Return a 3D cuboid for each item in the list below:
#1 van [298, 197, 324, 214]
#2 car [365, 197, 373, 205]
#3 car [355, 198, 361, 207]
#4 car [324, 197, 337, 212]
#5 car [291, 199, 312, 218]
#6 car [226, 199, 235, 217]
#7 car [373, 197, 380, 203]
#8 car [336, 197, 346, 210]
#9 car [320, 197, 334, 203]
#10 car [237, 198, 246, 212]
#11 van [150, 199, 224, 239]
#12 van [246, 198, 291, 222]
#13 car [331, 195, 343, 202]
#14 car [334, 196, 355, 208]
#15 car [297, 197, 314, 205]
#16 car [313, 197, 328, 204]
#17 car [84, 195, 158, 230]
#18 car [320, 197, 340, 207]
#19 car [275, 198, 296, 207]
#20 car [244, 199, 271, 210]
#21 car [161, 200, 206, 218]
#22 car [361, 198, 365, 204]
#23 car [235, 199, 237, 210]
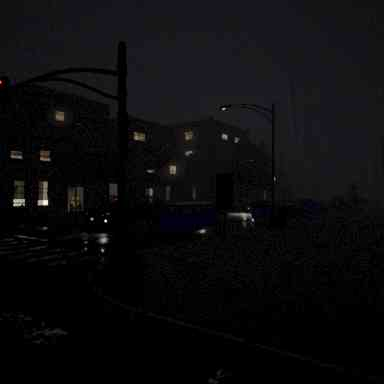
[{"bbox_3d":[12.571,1.469,35.745,1.690,1.788,3.998,0,0,35],"label":"van"},{"bbox_3d":[34.801,1.810,67.365,1.887,1.381,4.507,0,0,35],"label":"car"},{"bbox_3d":[25.275,1.517,53.814,2.192,1.841,5.009,0,0,35],"label":"car"},{"bbox_3d":[15.844,1.671,40.402,1.752,1.417,4.829,0,0,35],"label":"car"},{"bbox_3d":[9.393,1.656,31.228,1.887,1.381,4.507,0,0,35],"label":"car"},{"bbox_3d":[1.677,1.531,30.311,1.882,1.535,5.008,1,0,35],"label":"car"},{"bbox_3d":[44.328,1.900,80.916,1.947,1.339,4.313,0,0,35],"label":"car"},{"bbox_3d":[18.921,1.729,44.779,1.947,1.339,4.313,0,0,35],"label":"car"},{"bbox_3d":[31.131,1.793,76.716,1.947,1.339,4.313,0,0,35],"label":"car"},{"bbox_3d":[7.677,1.576,38.825,2.128,1.511,4.902,1,0,35],"label":"car"},{"bbox_3d":[-0.133,1.407,17.677,1.690,1.788,3.998,0,0,35],"label":"van"},{"bbox_3d":[6.219,1.436,26.712,1.690,1.788,3.998,0,0,35],"label":"van"},{"bbox_3d":[37.483,1.713,85.750,1.967,1.590,4.097,0,0,35],"label":"car"},{"bbox_3d":[22.099,1.497,49.297,2.192,1.841,5.009,0,0,35],"label":"car"},{"bbox_3d":[21.604,1.706,63.165,1.887,1.381,4.507,0,0,35],"label":"car"},{"bbox_3d":[27.857,1.729,72.060,1.752,1.417,4.829,0,0,35],"label":"car"},{"bbox_3d":[-4.294,1.248,21.821,2.150,2.045,5.566,1,0,35],"label":"car"},{"bbox_3d":[22.731,1.658,54.698,1.882,1.535,5.008,1,0,35],"label":"car"},{"bbox_3d":[15.252,1.666,54.131,1.887,1.381,4.507,0,0,35],"label":"car"},{"bbox_3d":[8.901,1.629,45.098,1.887,1.381,4.507,0,0,35],"label":"car"},{"bbox_3d":[-0.725,1.559,31.407,1.752,1.417,4.829,0,0,35],"label":"car"},{"bbox_3d":[28.547,1.748,58.470,1.752,1.417,4.829,0,0,35],"label":"car"},{"bbox_3d":[5.726,1.507,40.581,1.967,1.590,4.097,0,0,35],"label":"car"}]
